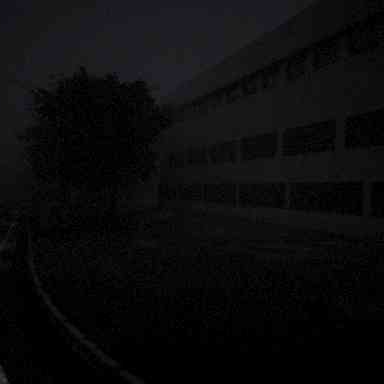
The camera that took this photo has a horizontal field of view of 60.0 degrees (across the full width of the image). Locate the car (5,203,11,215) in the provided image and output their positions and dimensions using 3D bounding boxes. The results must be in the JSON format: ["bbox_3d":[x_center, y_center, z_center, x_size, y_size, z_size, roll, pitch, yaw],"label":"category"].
[{"bbox_3d":[-22.090,1.917,38.415,1.994,1.385,4.181,1,0,-27],"label":"car"}]

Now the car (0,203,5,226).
[{"bbox_3d":[-14.340,1.745,22.933,1.882,1.535,5.008,1,-1,-27],"label":"car"}]
